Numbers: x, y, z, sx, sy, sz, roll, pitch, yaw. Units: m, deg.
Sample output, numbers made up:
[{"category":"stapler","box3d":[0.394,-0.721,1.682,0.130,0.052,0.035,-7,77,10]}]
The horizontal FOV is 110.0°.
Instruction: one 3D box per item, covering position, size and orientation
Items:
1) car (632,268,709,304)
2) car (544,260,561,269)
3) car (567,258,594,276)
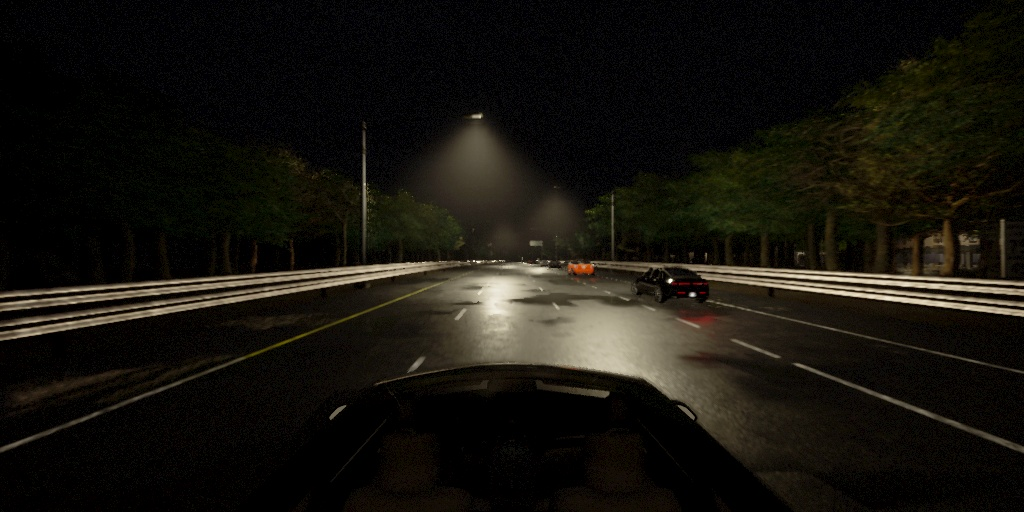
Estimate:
[{"category":"car","box3d":[7.007,1.254,16.337,1.837,1.490,4.892,0,0,0]},{"category":"car","box3d":[7.147,1.493,60.622,2.033,1.411,5.357,0,-1,0]},{"category":"car","box3d":[7.046,1.131,37.227,2.097,1.767,4.553,0,0,0]}]
